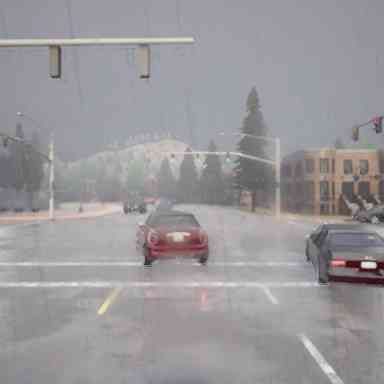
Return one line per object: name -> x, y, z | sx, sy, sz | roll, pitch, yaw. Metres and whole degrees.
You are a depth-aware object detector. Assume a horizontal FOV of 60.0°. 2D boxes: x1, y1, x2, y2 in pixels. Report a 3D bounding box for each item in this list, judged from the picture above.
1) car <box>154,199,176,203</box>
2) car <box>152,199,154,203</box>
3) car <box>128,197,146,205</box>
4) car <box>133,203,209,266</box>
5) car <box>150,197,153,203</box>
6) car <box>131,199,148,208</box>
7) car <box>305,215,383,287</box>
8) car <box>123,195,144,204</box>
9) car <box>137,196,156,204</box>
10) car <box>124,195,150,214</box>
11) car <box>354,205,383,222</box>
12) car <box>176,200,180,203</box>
car -> -3.290, 1.861, 41.204 | 1.837, 1.490, 4.892 | 0, -1, -1
car -> -5.219, 1.982, 58.501 | 1.882, 1.535, 5.008 | 0, -1, -16
car -> -11.979, 1.970, 72.407 | 2.097, 1.767, 4.553 | 0, -1, -35
car -> -0.889, 1.459, 12.260 | 2.097, 1.767, 4.553 | 0, -1, -13
car -> -7.413, 2.158, 71.956 | 2.033, 1.411, 5.357 | 0, -1, -35
car -> -9.784, 2.022, 61.397 | 2.128, 1.511, 4.902 | 0, -1, -21
car -> 4.404, 1.632, 9.554 | 2.033, 1.411, 5.357 | 0, -1, 14
car -> -14.150, 1.809, 80.121 | 5.566, 2.045, 2.150 | 0, -1, 43
car -> -11.309, 1.915, 82.247 | 4.553, 1.767, 2.097 | 0, -1, 43
car -> -6.746, 1.568, 40.115 | 2.150, 2.045, 5.566 | 0, 0, -1
car -> 15.105, 1.727, 25.769 | 4.892, 1.490, 1.837 | 0, 0, 0
car -> -4.755, 2.180, 74.293 | 2.033, 1.411, 5.357 | 0, -1, -35
